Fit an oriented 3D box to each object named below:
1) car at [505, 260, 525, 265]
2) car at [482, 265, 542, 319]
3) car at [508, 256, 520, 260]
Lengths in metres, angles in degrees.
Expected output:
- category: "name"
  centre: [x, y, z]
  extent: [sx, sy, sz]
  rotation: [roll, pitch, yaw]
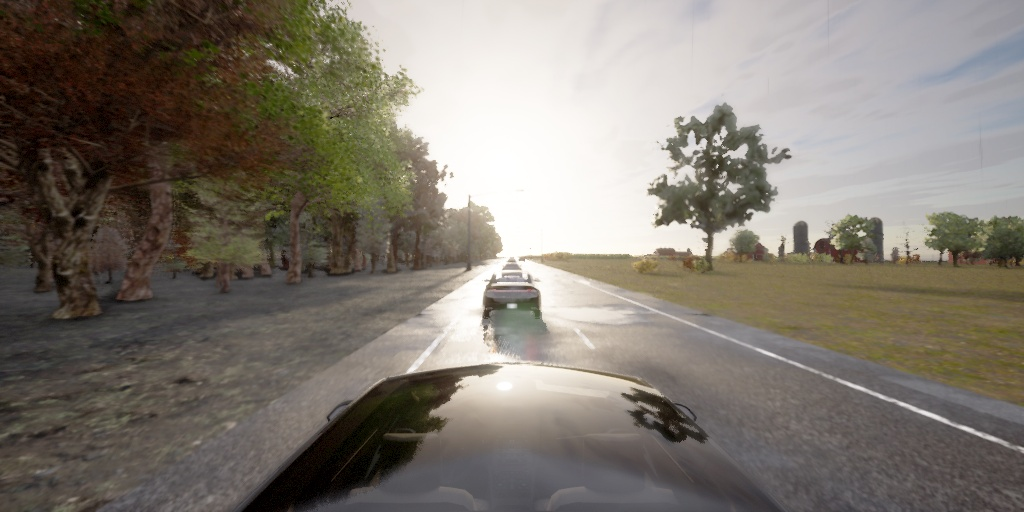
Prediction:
- category: "car"
  centre: [0.001, 1.322, 34.062]
  extent: [1.994, 1.385, 4.181]
  rotation: [0, 0, 0]
- category: "car"
  centre: [0.001, 1.251, 12.875]
  extent: [2.128, 1.511, 4.902]
  rotation: [0, 0, 0]
- category: "car"
  centre: [0.004, 1.250, 64.454]
  extent: [1.837, 1.490, 4.892]
  rotation: [0, 0, 0]
